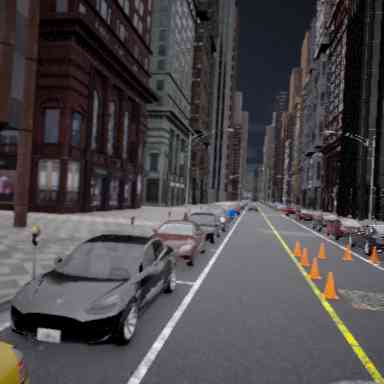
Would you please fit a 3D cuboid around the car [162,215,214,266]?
[{"bbox_3d":[-0.463,1.686,12.056,1.802,1.307,4.206,3,-1,10],"label":"car"}]

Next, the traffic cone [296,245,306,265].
[{"bbox_3d":[4.061,2.320,12.001,0.340,0.580,0.340,3,-1,10],"label":"traffic cone"}]

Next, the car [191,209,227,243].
[{"bbox_3d":[0.542,1.789,17.601,1.947,1.339,4.313,3,-1,10],"label":"car"}]

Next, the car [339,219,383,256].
[{"bbox_3d":[8.920,2.239,16.091,2.008,1.369,4.403,3,-1,10],"label":"car"}]

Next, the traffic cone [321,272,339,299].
[{"bbox_3d":[3.348,2.236,8.066,0.340,0.580,0.340,3,-1,10],"label":"traffic cone"}]

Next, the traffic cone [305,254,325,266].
[{"bbox_3d":[3.704,2.278,10.034,0.340,0.580,0.340,3,-1,10],"label":"traffic cone"}]

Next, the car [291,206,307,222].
[{"bbox_3d":[12.937,2.716,38.269,1.887,1.381,4.507,3,-1,10],"label":"car"}]

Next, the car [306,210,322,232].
[{"bbox_3d":[10.928,2.479,27.180,2.008,1.369,4.403,3,-1,10],"label":"car"}]

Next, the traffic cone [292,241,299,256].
[{"bbox_3d":[4.417,2.362,13.969,0.340,0.580,0.340,3,-1,10],"label":"traffic cone"}]

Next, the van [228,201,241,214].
[{"bbox_3d":[6.580,2.292,50.873,1.690,1.788,3.998,3,-1,10],"label":"van"}]

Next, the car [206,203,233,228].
[{"bbox_3d":[1.553,1.783,23.148,1.967,1.590,4.097,3,-1,10],"label":"car"}]

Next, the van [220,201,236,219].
[{"bbox_3d":[2.563,1.805,28.694,1.690,1.788,3.998,3,-1,10],"label":"van"}]

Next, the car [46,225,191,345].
[{"bbox_3d":[-1.467,1.552,6.511,1.947,1.339,4.313,3,-1,10],"label":"car"}]

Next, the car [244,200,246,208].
[{"bbox_3d":[9.581,2.868,67.507,1.887,1.381,4.507,3,-1,10],"label":"car"}]

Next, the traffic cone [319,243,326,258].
[{"bbox_3d":[5.400,2.416,13.789,0.340,0.580,0.340,3,-1,10],"label":"traffic cone"}]

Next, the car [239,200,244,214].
[{"bbox_3d":[5.577,2.143,45.329,2.192,1.841,5.009,3,-1,10],"label":"car"}]

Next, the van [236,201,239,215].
[{"bbox_3d":[3.567,1.926,34.239,1.690,1.788,3.998,3,-1,10],"label":"van"}]

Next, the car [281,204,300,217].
[{"bbox_3d":[14.958,2.731,49.361,2.192,1.841,5.009,3,-1,10],"label":"car"}]

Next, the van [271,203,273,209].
[{"bbox_3d":[19.977,3.381,77.085,1.690,1.788,3.998,3,-1,10],"label":"van"}]

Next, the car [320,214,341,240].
[{"bbox_3d":[9.922,2.390,21.635,1.802,1.307,4.206,3,-1,10],"label":"car"}]

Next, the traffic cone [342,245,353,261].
[{"bbox_3d":[6.382,2.471,13.610,0.340,0.580,0.340,3,-1,10],"label":"traffic cone"}]

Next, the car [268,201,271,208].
[{"bbox_3d":[21.979,3.733,88.173,1.967,1.590,4.097,3,-1,10],"label":"car"}]

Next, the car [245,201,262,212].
[{"bbox_3d":[11.227,2.888,61.105,2.033,1.411,5.357,3,-1,10],"label":"car"}]

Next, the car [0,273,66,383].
[{"bbox_3d":[-2.500,1.391,0.799,1.752,1.417,4.829,3,-1,10],"label":"car"}]

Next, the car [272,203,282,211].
[{"bbox_3d":[18.993,3.443,71.705,1.752,1.417,4.829,3,-1,10],"label":"car"}]

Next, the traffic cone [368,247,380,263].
[{"bbox_3d":[7.364,2.525,13.431,0.340,0.580,0.340,3,-1,10],"label":"traffic cone"}]
